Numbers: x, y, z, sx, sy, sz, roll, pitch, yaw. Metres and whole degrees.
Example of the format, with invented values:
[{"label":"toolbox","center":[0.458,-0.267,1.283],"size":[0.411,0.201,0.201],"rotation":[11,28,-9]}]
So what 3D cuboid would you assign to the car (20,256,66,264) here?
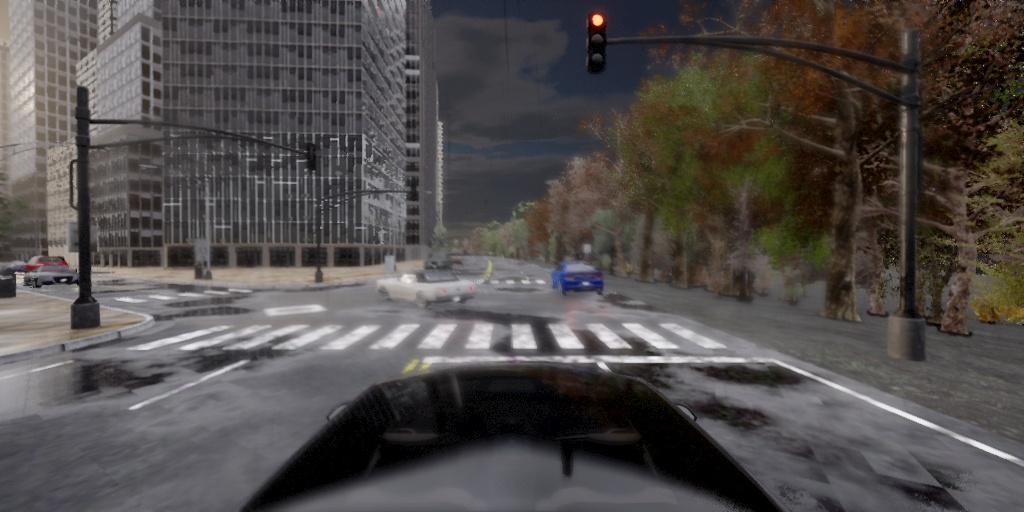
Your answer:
[{"label":"car","center":[-47.035,1.004,36.219],"size":[5.566,2.045,2.150],"rotation":[0,0,29]}]

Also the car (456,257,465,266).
[{"label":"car","center":[-8.114,0.828,53.312],"size":[1.895,1.301,4.718],"rotation":[0,1,-3]}]

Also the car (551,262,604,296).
[{"label":"car","center":[3.151,1.039,18.013],"size":[1.882,1.535,5.008],"rotation":[-1,1,-2]}]

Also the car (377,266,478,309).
[{"label":"car","center":[-3.556,1.237,14.291],"size":[4.718,1.301,1.895],"rotation":[0,1,44]}]

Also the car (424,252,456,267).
[{"label":"car","center":[-7.321,0.617,36.328],"size":[2.150,2.045,5.566],"rotation":[0,1,-2]}]

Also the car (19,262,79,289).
[{"label":"car","center":[-29.521,1.315,23.157],"size":[4.181,1.385,1.994],"rotation":[0,0,29]}]

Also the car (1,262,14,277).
[{"label":"car","center":[-50.278,1.383,34.482],"size":[4.181,1.385,1.994],"rotation":[0,0,29]}]
